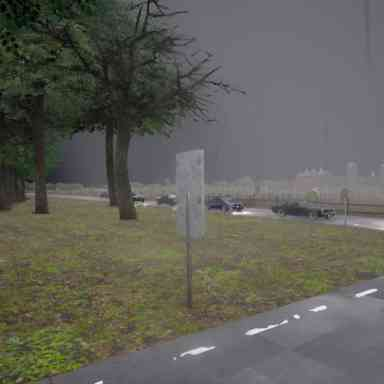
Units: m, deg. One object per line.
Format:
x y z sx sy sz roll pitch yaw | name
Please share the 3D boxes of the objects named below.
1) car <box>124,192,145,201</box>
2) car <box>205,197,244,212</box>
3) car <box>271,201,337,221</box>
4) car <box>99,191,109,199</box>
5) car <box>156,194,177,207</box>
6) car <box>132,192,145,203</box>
-9.663 0.762 55.666 1.994 1.385 4.181 -1 1 -35 | car
3.148 1.168 32.910 1.994 1.385 4.181 -1 2 -35 | car
8.484 1.354 25.502 1.895 1.301 4.718 -1 2 -36 | car
-16.480 0.603 65.104 2.033 1.411 5.357 -1 1 -36 | car
-2.719 0.980 41.045 1.812 1.442 4.674 -1 1 -36 | car
-8.779 0.792 49.483 1.882 1.535 5.008 -1 1 -35 | car
